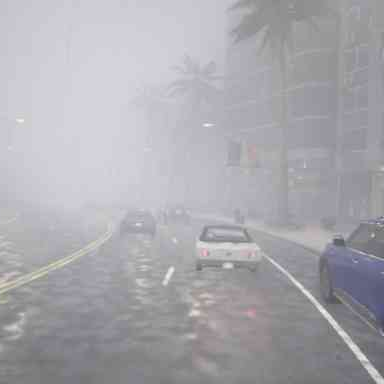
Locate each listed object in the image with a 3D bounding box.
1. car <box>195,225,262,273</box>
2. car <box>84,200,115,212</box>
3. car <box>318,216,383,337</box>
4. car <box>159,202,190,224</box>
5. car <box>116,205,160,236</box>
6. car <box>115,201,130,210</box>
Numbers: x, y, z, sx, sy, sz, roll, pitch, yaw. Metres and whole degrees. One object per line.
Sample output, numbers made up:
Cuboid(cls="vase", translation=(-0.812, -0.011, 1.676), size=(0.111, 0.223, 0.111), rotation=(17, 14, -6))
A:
Cuboid(cls="car", translation=(1.049, 1.785, 11.465), size=(1.895, 1.301, 4.718), rotation=(2, -1, 1))
Cuboid(cls="car", translation=(-11.476, 1.624, 40.017), size=(2.033, 1.411, 5.357), rotation=(3, -1, -32))
Cuboid(cls="car", translation=(3.823, 1.431, 5.512), size=(2.150, 2.045, 5.566), rotation=(2, -1, 7))
Cuboid(cls="car", translation=(-1.711, 1.636, 27.664), size=(2.097, 1.767, 4.553), rotation=(2, -1, -17))
Cuboid(cls="car", translation=(-3.120, 1.692, 19.398), size=(1.994, 1.385, 4.181), rotation=(2, -1, -9))
Cuboid(cls="car", translation=(-9.309, 1.797, 43.095), size=(1.895, 1.301, 4.718), rotation=(3, -1, -32))
